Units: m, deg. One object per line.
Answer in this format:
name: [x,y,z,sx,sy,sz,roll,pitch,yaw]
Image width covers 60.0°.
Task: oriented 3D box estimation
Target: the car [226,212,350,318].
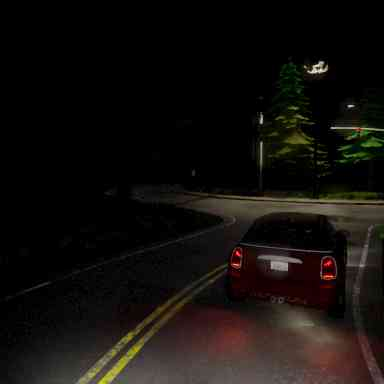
car: [2.412,1.238,7.659,2.097,1.767,4.553,2,2,25]
